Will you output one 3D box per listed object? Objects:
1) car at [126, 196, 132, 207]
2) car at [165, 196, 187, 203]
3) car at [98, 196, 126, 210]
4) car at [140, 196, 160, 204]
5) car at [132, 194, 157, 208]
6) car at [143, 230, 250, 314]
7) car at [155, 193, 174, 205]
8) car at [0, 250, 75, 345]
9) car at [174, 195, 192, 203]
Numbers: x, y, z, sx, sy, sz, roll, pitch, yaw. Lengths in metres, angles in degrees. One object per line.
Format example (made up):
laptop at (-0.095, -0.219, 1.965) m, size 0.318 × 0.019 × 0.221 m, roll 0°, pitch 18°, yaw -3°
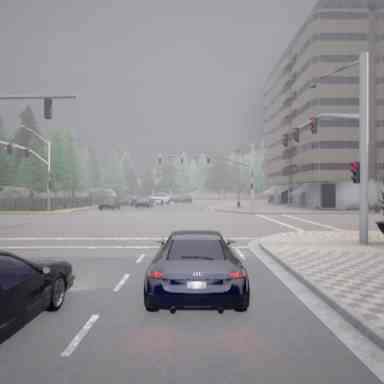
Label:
car at (-9.847, 1.347, 52.258) m, size 2.097 × 1.767 × 4.553 m, roll 0°, pitch 0°, yaw 6°
car at (-3.367, 1.533, 71.538) m, size 2.033 × 1.411 × 5.357 m, roll 0°, pitch 0°, yaw 31°
car at (-10.473, 1.543, 42.795) m, size 2.033 × 1.411 × 5.357 m, roll 0°, pitch 0°, yaw 1°
car at (-7.762, 1.520, 62.151) m, size 1.812 × 1.442 × 4.674 m, roll 0°, pitch 0°, yaw 20°
car at (-6.772, 1.473, 47.561) m, size 1.882 × 1.535 × 5.008 m, roll 0°, pitch 0°, yaw 3°
car at (0.091, 1.563, 7.703) m, size 1.994 × 1.385 × 4.181 m, roll 0°, pitch 0°, yaw 0°
car at (-5.545, 1.216, 57.578) m, size 2.150 × 2.045 × 5.566 m, roll 0°, pitch 0°, yaw 15°
car at (-3.427, 1.547, 4.668) m, size 2.033 × 1.411 × 5.357 m, roll 0°, pitch 0°, yaw 0°
car at (-1.812, 1.346, 67.091) m, size 2.097 × 1.767 × 4.553 m, roll 0°, pitch 0°, yaw 28°
